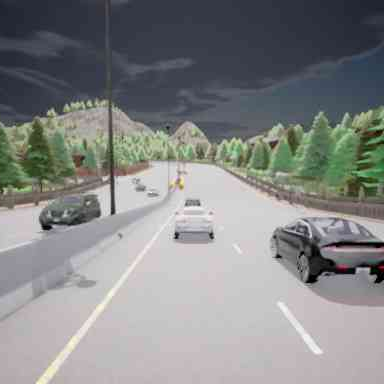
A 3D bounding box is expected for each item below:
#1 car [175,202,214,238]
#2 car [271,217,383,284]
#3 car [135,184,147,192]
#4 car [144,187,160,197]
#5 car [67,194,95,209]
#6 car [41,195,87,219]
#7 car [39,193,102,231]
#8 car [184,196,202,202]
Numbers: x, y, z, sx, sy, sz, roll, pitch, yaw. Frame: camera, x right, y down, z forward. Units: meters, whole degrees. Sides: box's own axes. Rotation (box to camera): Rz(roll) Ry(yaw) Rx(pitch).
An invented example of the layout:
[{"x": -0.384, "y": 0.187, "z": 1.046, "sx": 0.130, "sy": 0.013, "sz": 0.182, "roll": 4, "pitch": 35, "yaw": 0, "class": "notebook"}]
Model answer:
[{"x": 0.098, "y": 1.434, "z": 16.966, "sx": 1.812, "sy": 1.442, "sz": 4.674, "roll": 0, "pitch": 0, "yaw": 0, "class": "car"}, {"x": 3.599, "y": 1.441, "z": 9.426, "sx": 2.128, "sy": 1.511, "sz": 4.902, "roll": 0, "pitch": 0, "yaw": 0, "class": "car"}, {"x": -10.504, "y": -0.919, "z": 68.467, "sx": 1.994, "sy": 1.385, "sz": 4.181, "roll": 0, "pitch": 7, "yaw": 0, "class": "car"}, {"x": -7.025, "y": 0.037, "z": 60.651, "sx": 1.895, "sy": 1.301, "sz": 4.718, "roll": 0, "pitch": 6, "yaw": 1, "class": "car"}, {"x": -14.071, "y": 1.173, "z": 42.368, "sx": 1.837, "sy": 1.490, "sz": 4.892, "roll": 0, "pitch": 2, "yaw": 0, "class": "car"}, {"x": -10.588, "y": 1.196, "z": 27.904, "sx": 2.097, "sy": 1.767, "sz": 4.553, "roll": 0, "pitch": 0, "yaw": 0, "class": "car"}, {"x": -7.094, "y": 1.112, "z": 20.164, "sx": 2.150, "sy": 2.045, "sz": 5.566, "roll": 0, "pitch": 0, "yaw": 0, "class": "car"}, {"x": 0.096, "y": 1.246, "z": 39.049, "sx": 2.128, "sy": 1.511, "sz": 4.902, "roll": 0, "pitch": 1, "yaw": 0, "class": "car"}]
